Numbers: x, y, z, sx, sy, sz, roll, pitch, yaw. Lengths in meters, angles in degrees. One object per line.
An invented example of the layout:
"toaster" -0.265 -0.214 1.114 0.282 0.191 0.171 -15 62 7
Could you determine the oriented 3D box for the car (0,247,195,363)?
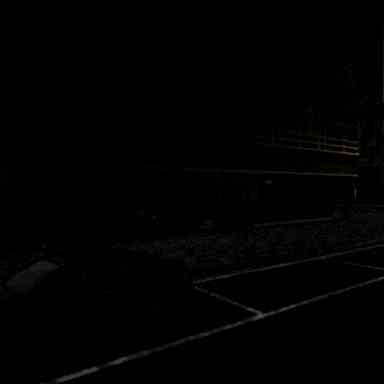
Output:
"car" -1.893 1.580 5.187 4.206 1.307 1.802 0 0 -35
